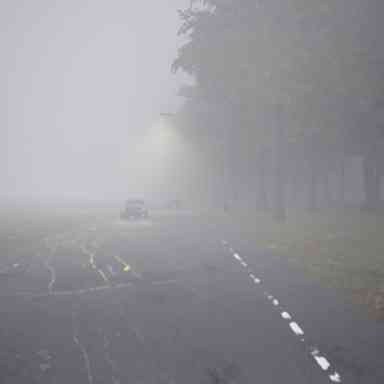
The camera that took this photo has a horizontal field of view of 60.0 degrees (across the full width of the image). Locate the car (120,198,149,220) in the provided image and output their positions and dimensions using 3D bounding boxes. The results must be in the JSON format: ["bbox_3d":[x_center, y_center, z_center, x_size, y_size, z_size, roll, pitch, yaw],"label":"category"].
[{"bbox_3d":[-4.700,1.298,27.728,2.097,1.767,4.553,0,0,-4],"label":"car"}]

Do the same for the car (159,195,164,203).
[{"bbox_3d":[-5.236,1.322,64.047,2.033,1.411,5.357,0,1,-9],"label":"car"}]

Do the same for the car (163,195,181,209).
[{"bbox_3d":[-2.522,1.391,44.253,1.837,1.490,4.892,0,0,-6],"label":"car"}]
